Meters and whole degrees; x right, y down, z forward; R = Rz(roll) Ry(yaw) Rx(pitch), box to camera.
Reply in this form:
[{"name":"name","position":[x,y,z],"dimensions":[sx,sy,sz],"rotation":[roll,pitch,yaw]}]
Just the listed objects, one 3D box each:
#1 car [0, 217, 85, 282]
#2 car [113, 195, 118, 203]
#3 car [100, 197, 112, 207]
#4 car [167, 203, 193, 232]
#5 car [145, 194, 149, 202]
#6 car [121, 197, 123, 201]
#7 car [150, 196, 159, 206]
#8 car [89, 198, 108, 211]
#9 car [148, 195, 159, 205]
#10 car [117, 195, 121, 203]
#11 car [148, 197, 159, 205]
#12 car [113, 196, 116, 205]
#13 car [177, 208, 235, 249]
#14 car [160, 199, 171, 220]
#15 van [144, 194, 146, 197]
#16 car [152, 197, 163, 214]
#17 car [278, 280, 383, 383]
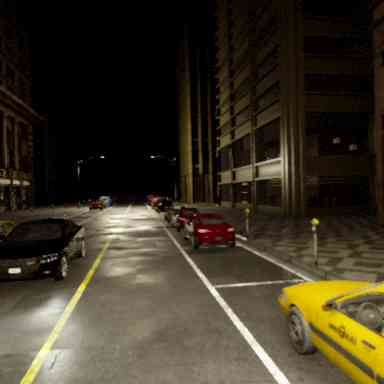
[{"name":"car","position":[-4.550,1.581,10.260],"dimensions":[1.882,1.535,5.008],"rotation":[-1,0,-9]},{"name":"car","position":[-16.786,1.936,68.283],"dimensions":[1.947,1.339,4.313],"rotation":[-1,0,-9]},{"name":"car","position":[-14.079,1.877,51.647],"dimensions":[1.947,1.339,4.313],"rotation":[-1,0,-9]},{"name":"car","position":[-0.256,1.564,19.756],"dimensions":[1.802,1.307,4.206],"rotation":[-1,0,-9]},{"name":"car","position":[-6.579,1.430,58.576],"dimensions":[2.192,1.841,5.009],"rotation":[-1,0,-9]},{"name":"car","position":[-19.499,1.747,84.919],"dimensions":[2.192,1.841,5.009],"rotation":[-2,0,-9]},{"name":"car","position":[-3.866,1.602,41.939],"dimensions":[1.887,1.381,4.507],"rotation":[-1,0,-9]},{"name":"car","position":[-13.177,1.874,46.101],"dimensions":[1.802,1.307,4.206],"rotation":[-1,0,-9]},{"name":"car","position":[-4.771,1.516,47.485],"dimensions":[1.967,1.590,4.097],"rotation":[-1,0,-9]},{"name":"car","position":[-18.590,1.993,79.373],"dimensions":[1.802,1.307,4.206],"rotation":[-2,0,-9]},{"name":"car","position":[-7.475,1.700,64.123],"dimensions":[1.947,1.339,4.313],"rotation":[-1,0,-9]},{"name":"car","position":[-15.884,1.895,62.737],"dimensions":[1.887,1.381,4.507],"rotation":[-1,0,-9]},{"name":"car","position":[0.646,1.548,14.210],"dimensions":[1.802,1.307,4.206],"rotation":[-1,0,-9]},{"name":"car","position":[-1.187,1.526,25.469],"dimensions":[1.752,1.417,4.829],"rotation":[-1,0,-9]},{"name":"van","position":[-9.285,1.516,75.215],"dimensions":[1.690,1.788,3.998],"rotation":[-2,0,-9]},{"name":"car","position":[-2.963,1.604,36.394],"dimensions":[1.947,1.339,4.313],"rotation":[-1,0,-9]},{"name":"car","position":[2.422,1.459,3.286],"dimensions":[1.752,1.417,4.829],"rotation":[-1,0,-9]}]
